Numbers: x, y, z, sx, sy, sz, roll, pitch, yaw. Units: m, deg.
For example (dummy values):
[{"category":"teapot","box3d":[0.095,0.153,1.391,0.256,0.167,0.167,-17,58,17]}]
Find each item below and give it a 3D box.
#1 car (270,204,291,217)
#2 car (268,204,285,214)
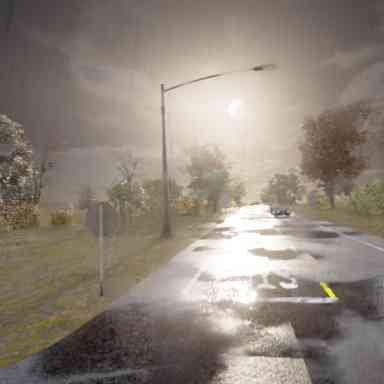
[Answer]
[{"category":"car","box3d":[11.428,2.509,42.452,1.895,1.301,4.718,-2,-2,10]},{"category":"car","box3d":[13.309,2.657,52.627,2.128,1.511,4.902,-2,-2,11]}]
